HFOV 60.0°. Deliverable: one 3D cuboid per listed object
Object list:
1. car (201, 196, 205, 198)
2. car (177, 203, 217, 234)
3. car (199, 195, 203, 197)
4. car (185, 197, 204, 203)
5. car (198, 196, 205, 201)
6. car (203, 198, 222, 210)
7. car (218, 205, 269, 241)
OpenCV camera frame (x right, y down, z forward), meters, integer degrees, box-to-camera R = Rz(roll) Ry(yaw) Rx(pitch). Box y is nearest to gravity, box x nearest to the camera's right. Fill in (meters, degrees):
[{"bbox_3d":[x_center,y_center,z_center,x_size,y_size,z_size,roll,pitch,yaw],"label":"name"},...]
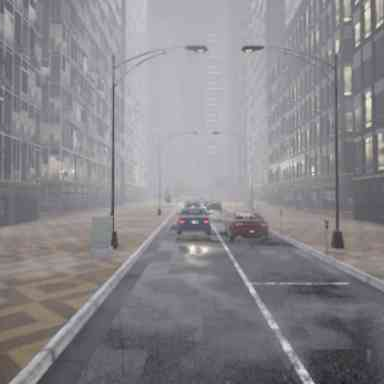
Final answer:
[{"bbox_3d":[2.591,1.665,49.955,1.802,1.307,4.206,1,0,0],"label":"car"},{"bbox_3d":[0.105,1.571,19.277,2.033,1.411,5.357,0,0,0],"label":"car"},{"bbox_3d":[2.603,1.632,88.928,1.967,1.590,4.097,1,0,0],"label":"car"},{"bbox_3d":[0.111,1.625,40.332,1.994,1.385,4.181,0,0,0],"label":"car"},{"bbox_3d":[2.601,1.792,94.495,1.802,1.307,4.206,1,0,0],"label":"car"},{"bbox_3d":[2.588,1.641,38.821,1.802,1.307,4.206,1,0,0],"label":"car"},{"bbox_3d":[2.583,1.565,16.552,1.887,1.381,4.507,1,0,0],"label":"car"}]
